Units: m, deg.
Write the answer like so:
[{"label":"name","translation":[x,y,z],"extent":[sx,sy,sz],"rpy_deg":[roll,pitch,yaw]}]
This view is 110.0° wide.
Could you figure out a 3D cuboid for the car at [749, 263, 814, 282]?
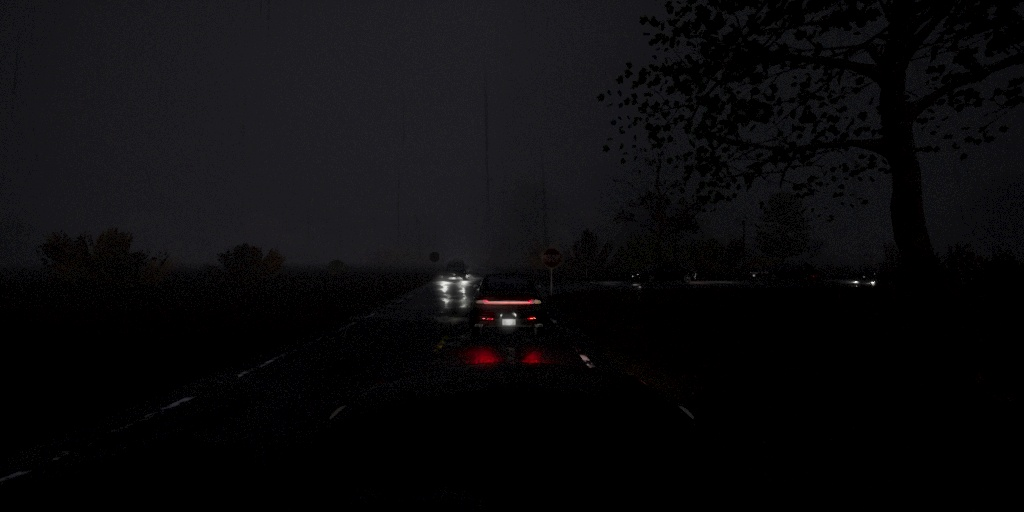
[{"label":"car","translation":[21.580,1.290,28.777],"extent":[4.902,1.511,2.128],"rpy_deg":[0,0,-9]}]

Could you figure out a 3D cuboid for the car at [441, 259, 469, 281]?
[{"label":"car","translation":[-4.806,1.252,30.403],"extent":[1.837,1.490,4.892],"rpy_deg":[0,0,-7]}]

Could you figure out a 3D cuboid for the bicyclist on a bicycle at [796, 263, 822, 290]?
[{"label":"bicyclist on a bicycle","translation":[18.043,1.233,21.798],"extent":[0.582,1.620,1.656],"rpy_deg":[0,0,-9]}]

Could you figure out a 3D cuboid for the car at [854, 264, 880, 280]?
[{"label":"car","translation":[32.080,1.366,30.411],"extent":[5.357,1.411,2.033],"rpy_deg":[0,0,-9]}]

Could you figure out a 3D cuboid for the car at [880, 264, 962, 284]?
[{"label":"car","translation":[31.075,1.286,27.024],"extent":[5.008,1.535,1.882],"rpy_deg":[0,0,-9]}]

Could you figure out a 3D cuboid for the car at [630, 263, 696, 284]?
[{"label":"car","translation":[11.426,1.284,27.187],"extent":[4.892,1.490,1.837],"rpy_deg":[0,0,-9]}]

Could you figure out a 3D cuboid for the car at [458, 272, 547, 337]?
[{"label":"car","translation":[-0.135,1.241,10.300],"extent":[2.128,1.511,4.902],"rpy_deg":[0,0,-2]}]
